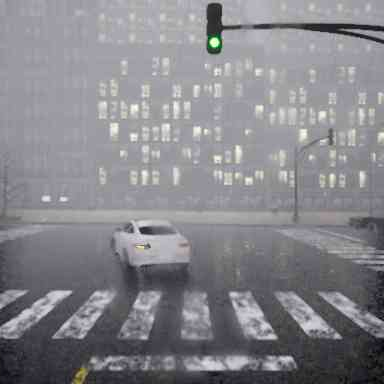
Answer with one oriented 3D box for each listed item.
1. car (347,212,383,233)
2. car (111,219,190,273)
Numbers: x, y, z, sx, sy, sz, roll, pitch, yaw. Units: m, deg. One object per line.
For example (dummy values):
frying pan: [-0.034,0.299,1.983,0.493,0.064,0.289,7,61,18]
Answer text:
car: [12.877,1.951,21.938,4.718,1.301,1.895,1,-1,-1]
car: [-1.473,1.594,10.918,1.812,1.442,4.674,1,-1,-20]
